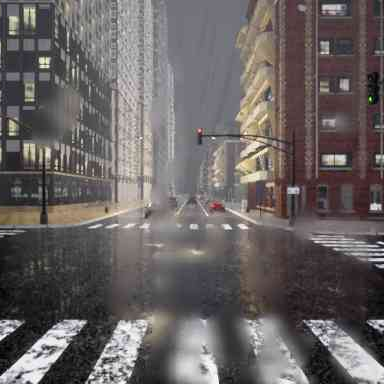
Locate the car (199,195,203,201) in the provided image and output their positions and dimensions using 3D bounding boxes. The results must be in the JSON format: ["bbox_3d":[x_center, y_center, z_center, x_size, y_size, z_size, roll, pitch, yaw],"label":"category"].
[{"bbox_3d":[2.688,1.571,55.818,2.008,1.369,4.403,0,0,0],"label":"car"}]

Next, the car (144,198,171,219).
[{"bbox_3d":[-3.120,1.553,29.519,2.033,1.411,5.357,0,0,-4],"label":"car"}]

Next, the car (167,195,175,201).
[{"bbox_3d":[-5.697,1.595,89.709,1.887,1.381,4.507,0,0,0],"label":"car"}]

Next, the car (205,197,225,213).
[{"bbox_3d":[2.739,1.591,37.253,1.802,1.307,4.206,0,0,0],"label":"car"}]

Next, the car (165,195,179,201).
[{"bbox_3d":[-3.057,1.521,49.954,1.837,1.490,4.892,0,0,0],"label":"car"}]

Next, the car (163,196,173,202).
[{"bbox_3d":[-5.695,1.589,78.412,2.008,1.369,4.403,0,0,0],"label":"car"}]

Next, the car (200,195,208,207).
[{"bbox_3d":[2.688,1.567,50.170,2.008,1.369,4.403,0,0,0],"label":"car"}]

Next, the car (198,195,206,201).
[{"bbox_3d":[2.684,1.491,89.710,1.967,1.590,4.097,0,0,0],"label":"car"}]

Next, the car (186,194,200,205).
[{"bbox_3d":[-0.003,1.548,59.851,1.812,1.442,4.674,0,0,0],"label":"car"}]

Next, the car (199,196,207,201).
[{"bbox_3d":[2.684,1.626,84.061,1.802,1.307,4.206,0,0,0],"label":"car"}]

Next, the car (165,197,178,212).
[{"bbox_3d":[-3.085,1.574,39.539,1.994,1.385,4.181,0,0,1],"label":"car"}]

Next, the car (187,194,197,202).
[{"bbox_3d":[-0.004,1.218,69.824,2.097,1.767,4.553,0,0,0],"label":"car"}]
